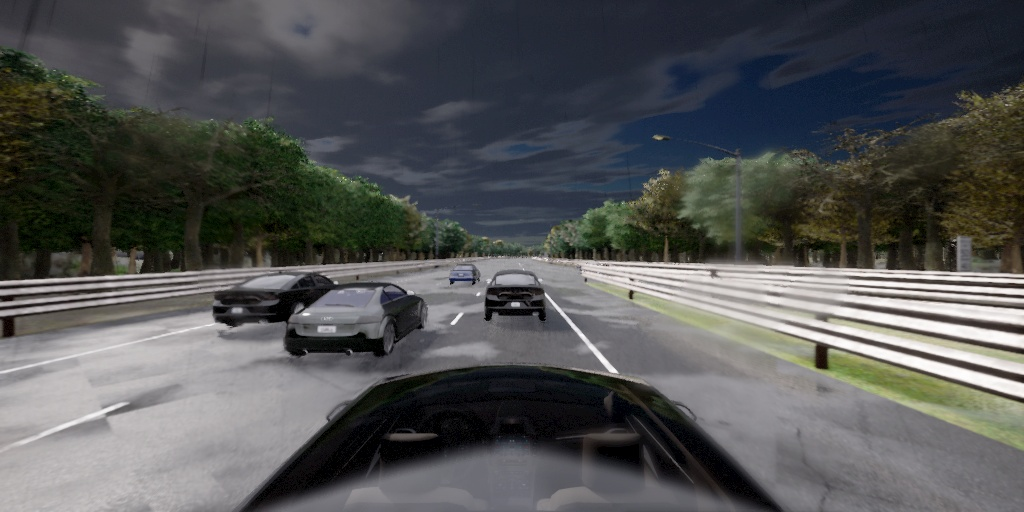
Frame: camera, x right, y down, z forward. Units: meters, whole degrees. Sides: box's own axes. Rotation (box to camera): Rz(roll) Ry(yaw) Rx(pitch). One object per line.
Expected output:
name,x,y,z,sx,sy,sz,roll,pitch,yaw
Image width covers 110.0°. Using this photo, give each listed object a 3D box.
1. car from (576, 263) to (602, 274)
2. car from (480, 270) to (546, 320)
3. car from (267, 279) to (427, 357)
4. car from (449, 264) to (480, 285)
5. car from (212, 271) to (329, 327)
car,8.993,1.417,41.260,1.895,1.301,4.718,0,0,-11
car,0.101,1.230,12.710,1.882,1.535,5.008,0,0,0
car,-3.400,1.316,8.597,1.994,1.385,4.181,0,0,0
car,-3.402,1.305,26.473,2.033,1.411,5.357,0,0,0
car,-6.900,1.230,11.497,1.882,1.535,5.008,0,0,0
